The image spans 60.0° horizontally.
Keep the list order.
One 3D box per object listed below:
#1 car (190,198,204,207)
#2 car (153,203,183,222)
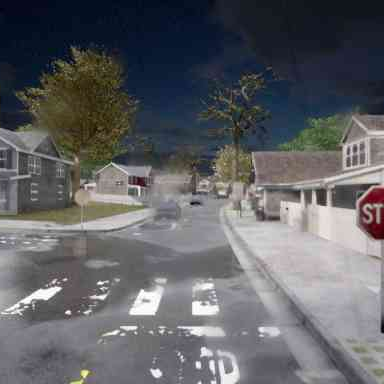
[{"bbox_3d":[0.770,1.688,53.593,1.895,1.301,4.718,0,0,7],"label":"car"},{"bbox_3d":[-1.830,1.576,26.995,2.033,1.411,5.357,0,0,4],"label":"car"}]
